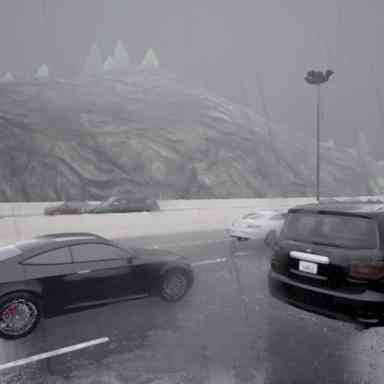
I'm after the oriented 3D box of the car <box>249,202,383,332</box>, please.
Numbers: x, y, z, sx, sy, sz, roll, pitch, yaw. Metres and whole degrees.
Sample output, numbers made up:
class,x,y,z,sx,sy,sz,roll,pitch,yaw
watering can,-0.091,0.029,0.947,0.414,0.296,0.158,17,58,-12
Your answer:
class,x,y,z,sx,sy,sz,roll,pitch,yaw
car,3.924,1.223,6.554,5.566,2.045,2.150,0,0,-36

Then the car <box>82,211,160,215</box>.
class,x,y,z,sx,sy,sz,roll,pitch,yaw
car,-4.734,1.229,22.121,5.566,2.045,2.150,0,0,-36

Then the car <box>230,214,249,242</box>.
class,x,y,z,sx,sy,sz,roll,pitch,yaw
car,3.802,1.531,15.072,4.674,1.442,1.812,0,0,-36

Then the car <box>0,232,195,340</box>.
class,x,y,z,sx,sy,sz,roll,pitch,yaw
car,-2.121,1.528,6.531,4.674,1.442,1.812,0,0,-36

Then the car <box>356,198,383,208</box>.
class,x,y,z,sx,sy,sz,roll,pitch,yaw
car,26.059,1.615,48.466,4.718,1.301,1.895,0,0,-36
